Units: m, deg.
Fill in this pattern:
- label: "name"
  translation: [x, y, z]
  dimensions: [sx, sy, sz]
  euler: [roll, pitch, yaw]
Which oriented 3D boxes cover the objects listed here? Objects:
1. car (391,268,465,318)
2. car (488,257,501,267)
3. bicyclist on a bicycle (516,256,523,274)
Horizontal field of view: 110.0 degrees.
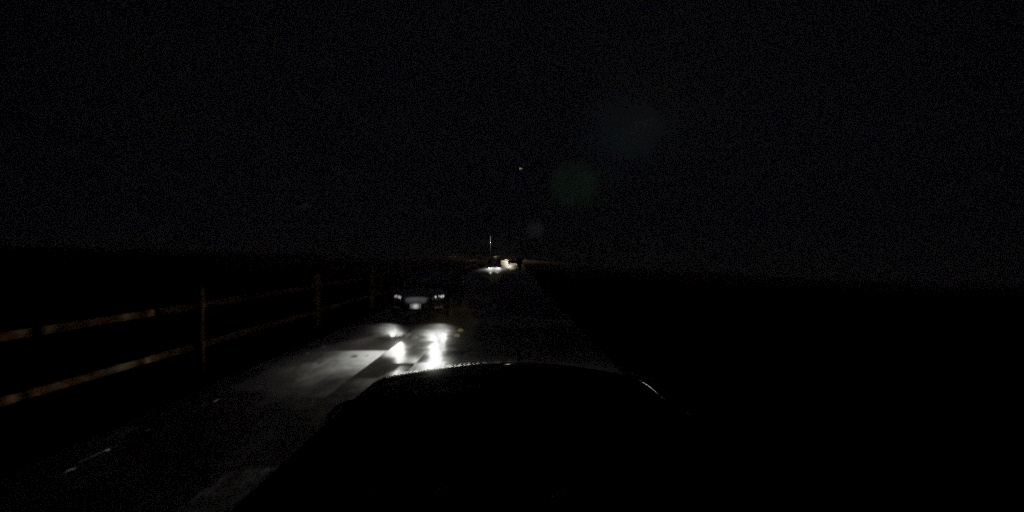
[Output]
- label: "car"
  translation: [-2.847, 1.220, 13.027]
  dimensions: [2.128, 1.511, 4.902]
  euler: [0, 0, 0]
- label: "car"
  translation: [-2.676, 0.939, 56.105]
  dimensions: [2.128, 1.511, 4.902]
  euler: [0, 0, 1]
- label: "bicyclist on a bicycle"
  translation: [0.801, 0.964, 36.288]
  dimensions: [0.659, 1.776, 1.843]
  euler: [0, 1, 0]
